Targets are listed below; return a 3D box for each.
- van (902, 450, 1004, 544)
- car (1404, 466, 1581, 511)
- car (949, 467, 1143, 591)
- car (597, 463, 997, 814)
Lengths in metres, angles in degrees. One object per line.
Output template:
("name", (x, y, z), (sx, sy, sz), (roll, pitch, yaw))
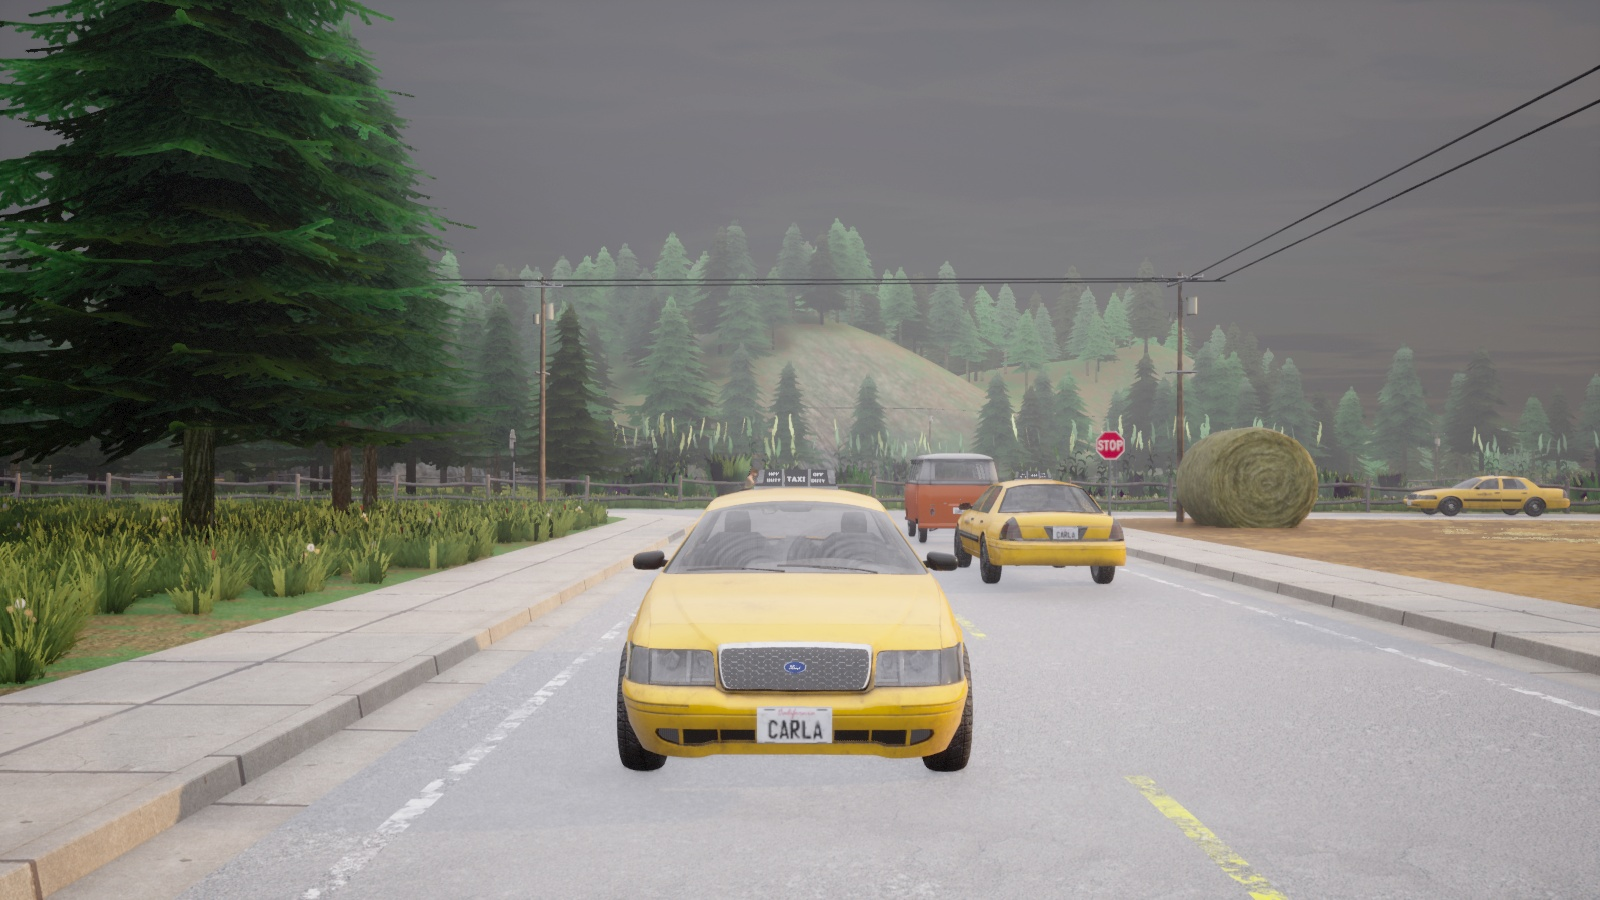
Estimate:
("van", (3.424, 1.038, 28.899), (1.775, 1.987, 4.442), (0, -1, 0))
("car", (24.997, 1.381, 45.474), (5.366, 1.575, 1.801), (0, -1, 3))
("car", (3.451, 1.053, 18.681), (1.801, 1.575, 5.366), (0, -1, 0))
("car", (-0.022, 0.894, 8.352), (1.801, 1.575, 5.366), (0, -1, 0))
